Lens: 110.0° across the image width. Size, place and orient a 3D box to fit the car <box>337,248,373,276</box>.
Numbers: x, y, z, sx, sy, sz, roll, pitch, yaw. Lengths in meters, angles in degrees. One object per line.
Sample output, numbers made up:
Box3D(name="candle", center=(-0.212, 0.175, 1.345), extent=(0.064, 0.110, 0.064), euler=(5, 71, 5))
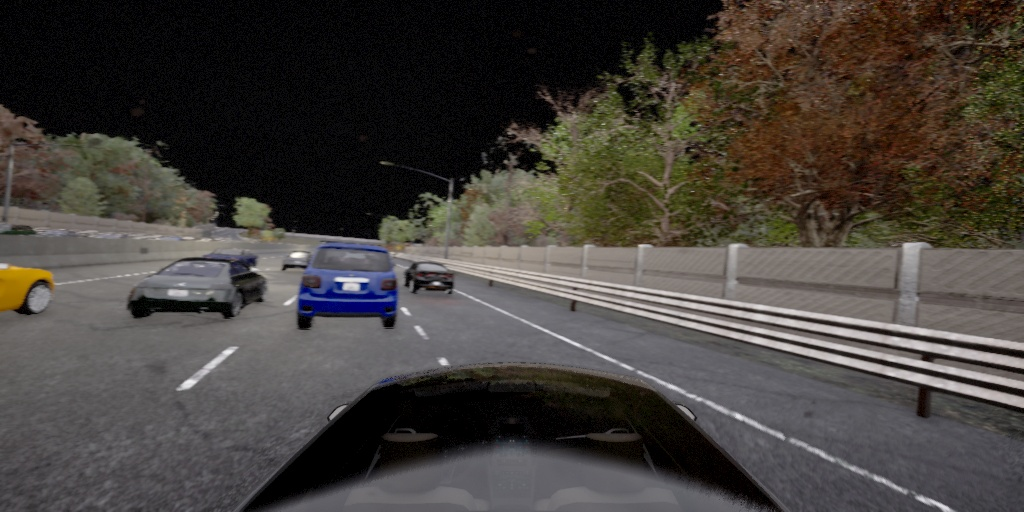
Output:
Box3D(name="car", center=(-11.513, 0.390, 26.372), extent=(2.097, 1.767, 4.553), euler=(5, 0, -23))

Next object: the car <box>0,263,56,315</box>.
Box3D(name="car", center=(-10.271, 0.464, 5.829), extent=(1.882, 1.535, 5.008), euler=(5, 0, -23))

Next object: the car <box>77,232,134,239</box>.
Box3D(name="car", center=(-37.858, -1.379, 34.149), extent=(2.033, 1.411, 5.357), euler=(5, 0, -23))

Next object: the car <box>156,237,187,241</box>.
Box3D(name="car", center=(-35.444, -1.240, 37.369), extent=(1.882, 1.535, 5.008), euler=(5, -1, -23))

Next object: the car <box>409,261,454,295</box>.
Box3D(name="car", center=(-4.312, 1.011, 18.210), extent=(1.882, 1.535, 5.008), euler=(5, 0, -23))

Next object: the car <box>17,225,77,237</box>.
Box3D(name="car", center=(-41.020, -1.633, 32.666), extent=(2.033, 1.411, 5.357), euler=(5, 0, -23))

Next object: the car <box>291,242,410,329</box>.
Box3D(name="car", center=(-4.499, 0.682, 10.092), extent=(2.150, 2.045, 5.566), euler=(5, 0, -24))

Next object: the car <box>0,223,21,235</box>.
Box3D(name="car", center=(-44.156, -2.080, 31.165), extent=(2.097, 1.767, 4.553), euler=(5, -1, -23))

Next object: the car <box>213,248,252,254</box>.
Box3D(name="car", center=(-17.515, 0.151, 22.625), extent=(1.895, 1.301, 4.718), euler=(5, 0, -23))

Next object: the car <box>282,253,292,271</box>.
Box3D(name="car", center=(-15.045, 0.326, 25.720), extent=(1.994, 1.385, 4.181), euler=(5, 0, -23))

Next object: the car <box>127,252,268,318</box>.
Box3D(name="car", center=(-8.186, 0.739, 9.799), extent=(1.994, 1.385, 4.181), euler=(5, 0, -23))
